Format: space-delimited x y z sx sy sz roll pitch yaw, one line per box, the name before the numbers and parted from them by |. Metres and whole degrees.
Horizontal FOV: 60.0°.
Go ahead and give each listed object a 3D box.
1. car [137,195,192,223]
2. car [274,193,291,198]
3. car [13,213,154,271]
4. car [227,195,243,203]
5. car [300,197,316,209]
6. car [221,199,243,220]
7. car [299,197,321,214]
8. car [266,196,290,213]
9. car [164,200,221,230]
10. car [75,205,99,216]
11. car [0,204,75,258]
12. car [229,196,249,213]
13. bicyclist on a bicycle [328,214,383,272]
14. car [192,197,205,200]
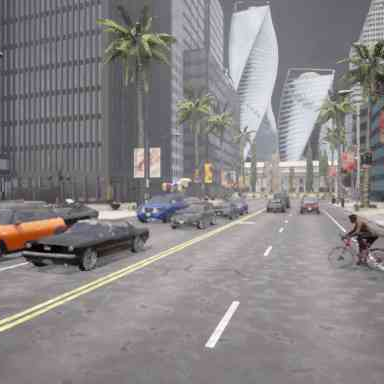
car | -2.111 1.224 25.416 2.150 2.045 5.566 0 0 19
car | 12.648 1.221 47.001 2.150 2.045 5.566 0 0 19
car | -3.247 1.601 11.184 1.895 1.301 4.718 0 0 19
car | 8.857 1.481 68.224 2.231 1.521 4.892 0 0 18
car | 16.476 1.491 47.471 2.128 1.511 4.902 0 0 18
car | 2.756 1.564 28.546 1.994 1.385 4.181 0 0 19
car | 12.705 1.526 35.956 1.812 1.442 4.674 0 0 18
car | 9.502 1.491 37.422 2.128 1.511 4.902 0 0 18
car | 0.181 1.506 21.290 1.837 1.490 4.892 0 0 19
car | -7.373 1.513 19.553 2.161 1.482 4.786 0 0 18
car | -6.678 1.351 11.961 2.097 1.767 4.553 0 0 19
car | 4.345 1.352 33.477 2.097 1.767 4.553 0 0 19
bicyclist on a bicycle | 4.745 1.450 9.436 1.656 1.620 0.582 0 0 19
car | -0.273 1.354 40.303 2.185 1.767 4.553 0 0 18
